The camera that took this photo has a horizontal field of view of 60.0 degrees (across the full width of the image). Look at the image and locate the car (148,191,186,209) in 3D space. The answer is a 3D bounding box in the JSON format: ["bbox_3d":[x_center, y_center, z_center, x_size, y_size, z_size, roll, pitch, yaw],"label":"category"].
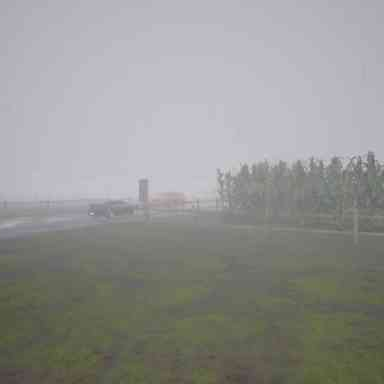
[{"bbox_3d":[-2.817,0.917,39.494,2.150,2.045,5.566,0,1,31],"label":"car"}]

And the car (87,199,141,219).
[{"bbox_3d":[-6.152,1.314,26.761,1.837,1.490,4.892,0,1,31],"label":"car"}]

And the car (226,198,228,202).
[{"bbox_3d":[7.641,1.128,56.330,2.033,1.411,5.357,0,1,32],"label":"car"}]
